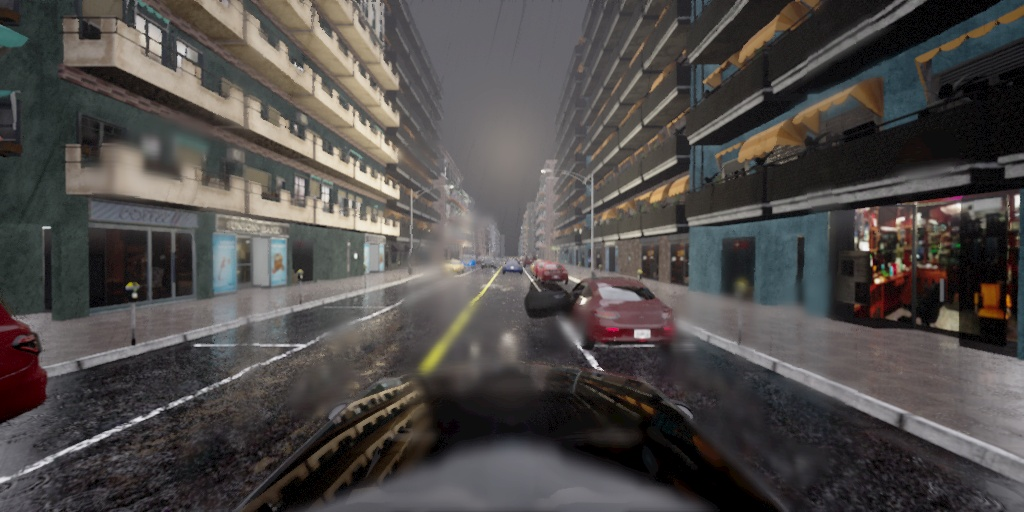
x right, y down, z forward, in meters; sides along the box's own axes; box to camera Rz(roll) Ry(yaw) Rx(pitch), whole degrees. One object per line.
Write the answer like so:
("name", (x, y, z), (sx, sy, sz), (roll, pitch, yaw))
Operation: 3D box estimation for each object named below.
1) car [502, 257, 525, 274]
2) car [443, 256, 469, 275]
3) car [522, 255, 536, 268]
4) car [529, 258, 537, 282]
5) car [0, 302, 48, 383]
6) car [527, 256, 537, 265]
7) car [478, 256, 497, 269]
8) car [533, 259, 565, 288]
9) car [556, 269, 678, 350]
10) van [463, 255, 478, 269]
("car", (0.062, 1.058, 36.097), (1.994, 1.385, 4.181), (0, 0, 1))
("car", (-5.698, 1.023, 35.305), (1.751, 1.417, 4.829), (0, 0, 0))
("car", (2.679, 0.708, 52.437), (2.192, 1.841, 5.009), (0, 0, 0))
("car", (2.684, 1.083, 29.796), (1.888, 1.381, 4.507), (0, 0, 0))
("car", (-5.691, 1.066, 1.505), (2.192, 1.841, 5.009), (0, 0, 0))
("car", (2.683, 1.023, 35.624), (1.751, 1.417, 4.829), (0, 0, 0))
("car", (-3.016, 0.935, 47.032), (1.837, 1.490, 4.892), (0, 0, 0))
("car", (2.685, 1.125, 24.131), (1.888, 1.381, 4.507), (0, 0, 0))
("car", (2.350, 1.221, 8.767), (1.812, 1.442, 4.674), (0, 0, 0))
("van", (-5.700, 0.767, 46.798), (1.690, 1.789, 3.998), (0, 0, 0))
